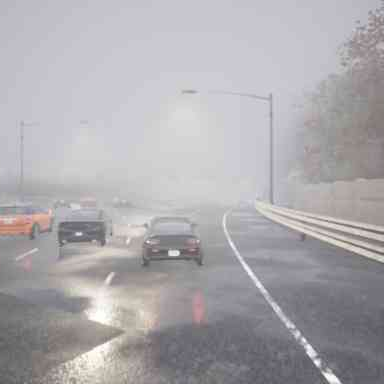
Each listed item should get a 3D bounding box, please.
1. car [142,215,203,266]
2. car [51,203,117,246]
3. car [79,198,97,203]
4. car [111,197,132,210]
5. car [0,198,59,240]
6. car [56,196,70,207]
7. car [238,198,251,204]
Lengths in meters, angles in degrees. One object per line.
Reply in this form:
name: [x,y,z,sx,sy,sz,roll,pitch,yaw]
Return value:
car: [-0.722,1.529,11.499,1.812,1.442,4.674,0,0,-5]
car: [-4.795,1.496,15.510,1.882,1.535,5.008,0,0,-8]
car: [-14.991,1.534,47.869,1.882,1.535,5.008,0,0,-26]
car: [-9.470,1.388,44.262,2.097,1.767,4.553,0,0,-23]
car: [-8.616,1.384,17.130,2.097,1.767,4.553,0,0,-9]
car: [-18.796,1.423,47.633,2.097,1.767,4.553,0,0,-27]
car: [12.025,2.158,78.232,2.128,1.511,4.902,0,-3,15]
